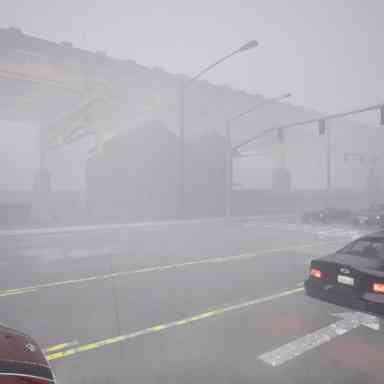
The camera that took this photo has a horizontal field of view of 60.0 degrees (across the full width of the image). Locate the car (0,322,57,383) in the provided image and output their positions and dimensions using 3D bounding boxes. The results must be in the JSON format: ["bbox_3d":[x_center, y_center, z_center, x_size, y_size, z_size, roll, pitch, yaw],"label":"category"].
[{"bbox_3d":[-3.011,1.352,1.600,4.553,1.767,2.097,0,0,-36],"label":"car"}]

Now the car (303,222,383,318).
[{"bbox_3d":[4.671,1.547,7.115,5.357,1.411,2.033,0,0,-35],"label":"car"}]

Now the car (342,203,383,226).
[{"bbox_3d":[12.095,1.491,21.213,4.902,1.511,2.128,0,0,-35],"label":"car"}]

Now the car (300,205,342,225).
[{"bbox_3d":[9.913,1.601,23.955,4.718,1.301,1.895,0,0,-35],"label":"car"}]
